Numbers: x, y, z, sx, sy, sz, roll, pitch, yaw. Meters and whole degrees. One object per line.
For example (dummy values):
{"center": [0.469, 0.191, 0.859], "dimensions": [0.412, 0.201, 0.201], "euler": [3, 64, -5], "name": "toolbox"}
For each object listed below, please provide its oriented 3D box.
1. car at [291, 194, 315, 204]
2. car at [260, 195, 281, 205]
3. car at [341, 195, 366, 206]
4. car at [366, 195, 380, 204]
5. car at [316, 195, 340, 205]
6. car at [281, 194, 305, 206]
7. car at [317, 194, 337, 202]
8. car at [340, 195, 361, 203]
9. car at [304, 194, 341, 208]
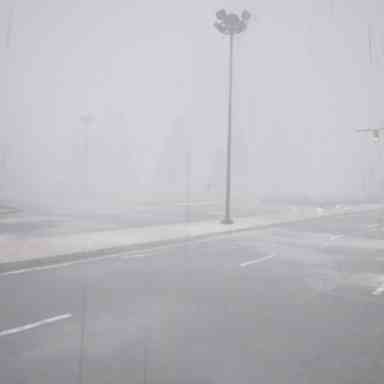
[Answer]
{"center": [17.634, 1.070, 52.814], "dimensions": [1.994, 1.385, 4.181], "euler": [2, 1, 44], "name": "car"}
{"center": [11.348, 1.079, 46.107], "dimensions": [1.895, 1.301, 4.718], "euler": [2, 1, 43], "name": "car"}
{"center": [22.714, 1.244, 48.012], "dimensions": [2.033, 1.411, 5.357], "euler": [2, 1, 44], "name": "car"}
{"center": [29.885, 1.207, 55.551], "dimensions": [1.882, 1.535, 5.008], "euler": [2, 1, 43], "name": "car"}
{"center": [21.111, 1.169, 51.396], "dimensions": [1.994, 1.385, 4.181], "euler": [2, 1, 44], "name": "car"}
{"center": [14.265, 1.053, 44.105], "dimensions": [1.882, 1.535, 5.008], "euler": [2, 1, 43], "name": "car"}
{"center": [24.396, 1.101, 59.918], "dimensions": [1.994, 1.385, 4.181], "euler": [2, 1, 43], "name": "car"}
{"center": [28.053, 1.238, 58.697], "dimensions": [1.895, 1.301, 4.718], "euler": [2, 1, 43], "name": "car"}
{"center": [16.163, 1.193, 41.028], "dimensions": [4.674, 1.442, 1.812], "euler": [0, 1, -44], "name": "car"}
